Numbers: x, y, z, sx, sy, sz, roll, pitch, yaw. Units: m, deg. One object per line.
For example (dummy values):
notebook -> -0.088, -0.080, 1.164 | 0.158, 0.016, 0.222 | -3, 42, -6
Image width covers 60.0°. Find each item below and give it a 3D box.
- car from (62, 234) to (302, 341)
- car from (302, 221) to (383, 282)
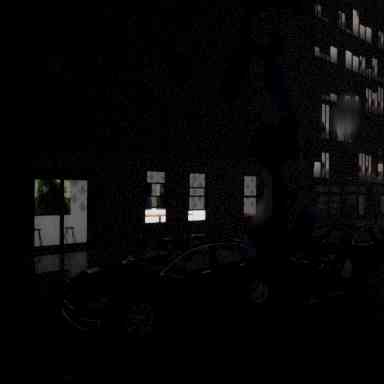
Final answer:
car -> -0.162, 1.551, 6.420 | 4.403, 1.369, 2.008 | 0, 0, -35
car -> 4.473, 1.550, 9.696 | 4.403, 1.369, 2.008 | 0, 0, -35
